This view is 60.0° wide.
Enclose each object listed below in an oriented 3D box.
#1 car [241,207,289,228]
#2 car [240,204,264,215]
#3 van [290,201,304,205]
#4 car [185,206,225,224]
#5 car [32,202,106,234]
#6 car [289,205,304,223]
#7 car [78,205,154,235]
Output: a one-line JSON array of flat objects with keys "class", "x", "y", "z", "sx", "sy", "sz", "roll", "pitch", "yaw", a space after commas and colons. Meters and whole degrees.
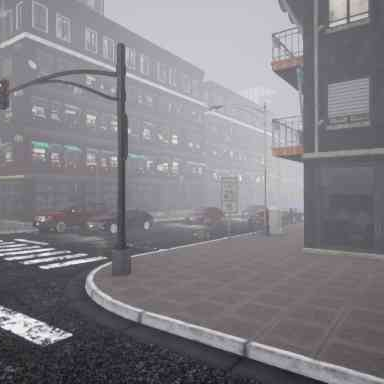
[{"class": "car", "x": 5.786, "y": 2.048, "z": 26.153, "sx": 1.802, "sy": 1.307, "sz": 4.206, "roll": -2, "pitch": -2, "yaw": 35}, {"class": "car", "x": 7.297, "y": 2.189, "z": 38.259, "sx": 1.837, "sy": 1.490, "sz": 4.892, "roll": 0, "pitch": -1, "yaw": 36}, {"class": "van", "x": 18.554, "y": 2.464, "z": 58.802, "sx": 1.690, "sy": 1.788, "sz": 3.998, "roll": -2, "pitch": -2, "yaw": 35}, {"class": "car", "x": 1.322, "y": 2.020, "z": 29.782, "sx": 1.812, "sy": 1.442, "sz": 4.674, "roll": 0, "pitch": -1, "yaw": 35}, {"class": "car", "x": -7.619, "y": 1.604, "z": 21.620, "sx": 2.192, "sy": 1.841, "sz": 5.009, "roll": -1, "pitch": -2, "yaw": 35}, {"class": "car", "x": 9.057, "y": 2.121, "z": 30.803, "sx": 2.008, "sy": 1.369, "sz": 4.403, "roll": -2, "pitch": -2, "yaw": 35}, {"class": "car", "x": -4.533, "y": 1.814, "z": 21.479, "sx": 1.837, "sy": 1.490, "sz": 4.892, "roll": 0, "pitch": -1, "yaw": 35}]
